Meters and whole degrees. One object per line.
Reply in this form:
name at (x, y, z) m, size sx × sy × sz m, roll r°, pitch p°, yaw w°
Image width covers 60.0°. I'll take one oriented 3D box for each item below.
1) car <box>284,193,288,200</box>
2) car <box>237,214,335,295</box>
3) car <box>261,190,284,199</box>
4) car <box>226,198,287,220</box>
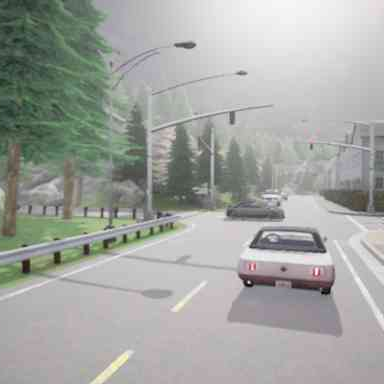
car at (16.998, 0.842, 62.631) m, size 2.128 × 1.511 × 4.902 m, roll 1°, pitch 1°, yaw 19°
car at (2.503, 1.511, 8.618) m, size 1.895 × 1.301 × 4.718 m, roll 1°, pitch 1°, yaw 18°
car at (10.337, 0.761, 43.234) m, size 2.150 × 2.045 × 5.566 m, roll 1°, pitch 1°, yaw 19°
car at (4.581, 1.367, 24.147) m, size 4.181 × 1.385 × 1.994 m, roll 1°, pitch 1°, yaw 17°
